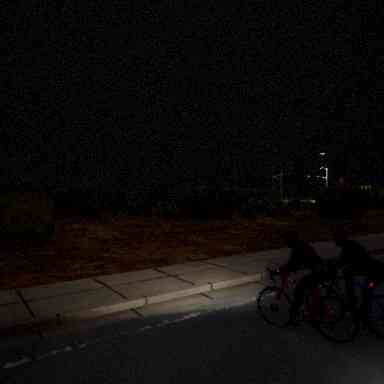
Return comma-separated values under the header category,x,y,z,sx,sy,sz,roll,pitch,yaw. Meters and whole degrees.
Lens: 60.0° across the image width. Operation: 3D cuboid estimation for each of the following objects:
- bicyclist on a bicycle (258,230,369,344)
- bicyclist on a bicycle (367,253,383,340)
category,x,y,z,sx,sy,sz,roll,pitch,yaw
bicyclist on a bicycle,1.735,1.453,5.254,1.656,1.620,0.582,-3,-2,43
bicyclist on a bicycle,2.579,1.452,5.351,0.582,1.620,1.656,0,-2,-43
